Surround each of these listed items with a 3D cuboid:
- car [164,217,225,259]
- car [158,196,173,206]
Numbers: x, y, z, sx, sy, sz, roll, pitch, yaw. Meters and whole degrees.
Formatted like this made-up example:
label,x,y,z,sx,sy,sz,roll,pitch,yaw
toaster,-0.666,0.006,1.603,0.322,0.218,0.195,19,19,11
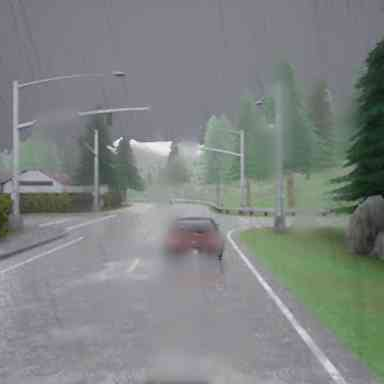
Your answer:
label,x,y,z,sx,sy,sz,roll,pitch,yaw
car,0.084,1.565,12.347,1.895,1.301,4.718,0,0,0
car,-4.051,1.346,50.444,2.128,1.511,4.902,0,0,-12
